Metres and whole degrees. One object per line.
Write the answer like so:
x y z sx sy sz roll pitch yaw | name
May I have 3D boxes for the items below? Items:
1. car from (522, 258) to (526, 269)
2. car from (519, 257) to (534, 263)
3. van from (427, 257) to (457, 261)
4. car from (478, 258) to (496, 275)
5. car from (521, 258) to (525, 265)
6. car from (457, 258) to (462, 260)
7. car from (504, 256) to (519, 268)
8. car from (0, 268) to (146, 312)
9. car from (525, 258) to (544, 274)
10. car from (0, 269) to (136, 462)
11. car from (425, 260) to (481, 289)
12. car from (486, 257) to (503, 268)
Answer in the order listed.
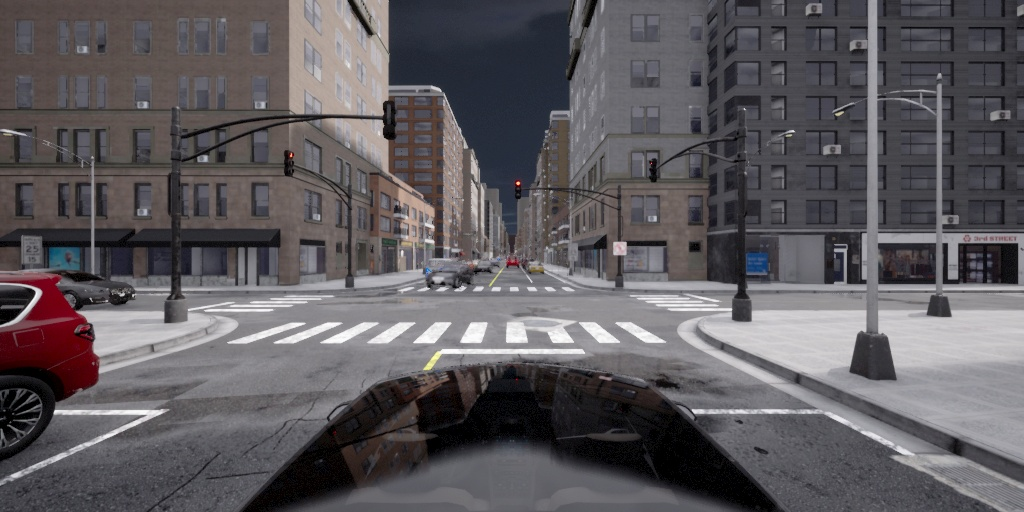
2.706 1.296 45.872 2.007 1.370 4.403 0 0 0 | car
2.716 1.058 57.060 2.192 1.841 5.009 0 0 0 | car
-5.834 1.088 29.069 1.690 1.789 3.998 0 0 0 | van
-3.065 1.251 39.747 1.837 1.490 4.892 0 0 0 | car
2.711 1.310 51.466 1.948 1.339 4.313 0 0 0 | car
-5.830 1.062 34.665 2.192 1.841 5.009 0 0 0 | car
0.150 0.964 60.954 2.150 2.045 5.566 0 0 0 | car
-17.565 1.265 13.846 4.892 1.490 1.837 0 0 -2 | car
2.701 1.272 40.447 1.751 1.417 4.829 0 0 0 | car
-5.858 1.065 2.122 2.192 1.841 5.009 0 0 0 | car
-3.834 1.239 23.061 2.128 1.511 4.902 0 0 10 | car
-2.987 1.290 59.746 2.033 1.411 5.357 0 0 1 | car
